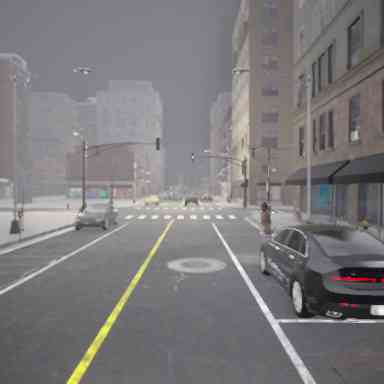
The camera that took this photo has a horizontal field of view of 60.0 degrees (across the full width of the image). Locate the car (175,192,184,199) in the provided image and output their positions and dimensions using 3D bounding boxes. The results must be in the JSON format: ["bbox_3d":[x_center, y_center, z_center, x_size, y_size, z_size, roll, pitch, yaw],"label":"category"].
[{"bbox_3d":[-2.857,0.784,76.753,1.837,1.490,4.892,0,1,0],"label":"car"}]

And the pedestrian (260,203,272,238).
[{"bbox_3d":[2.250,1.198,10.105,0.375,1.860,0.375,0,1,-8],"label":"pedestrian"}]

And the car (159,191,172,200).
[{"bbox_3d":[-5.483,0.679,68.831,2.192,1.841,5.009,0,1,0],"label":"car"}]

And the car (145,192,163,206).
[{"bbox_3d":[-5.452,1.099,46.016,1.752,1.417,4.829,0,1,0],"label":"car"}]

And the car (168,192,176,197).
[{"bbox_3d":[-5.514,0.684,91.309,1.752,1.417,4.829,0,1,0],"label":"car"}]

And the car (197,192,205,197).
[{"bbox_3d":[2.510,0.707,91.490,2.008,1.369,4.403,0,1,0],"label":"car"}]

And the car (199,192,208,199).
[{"bbox_3d":[2.534,0.835,74.675,1.752,1.417,4.829,0,1,0],"label":"car"}]

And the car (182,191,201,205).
[{"bbox_3d":[-0.029,1.072,46.672,1.837,1.490,4.892,0,1,0],"label":"car"}]

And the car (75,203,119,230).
[{"bbox_3d":[-5.415,1.370,19.341,2.008,1.369,4.403,0,1,0],"label":"car"}]

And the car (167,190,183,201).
[{"bbox_3d":[-2.869,0.787,61.016,2.097,1.767,4.553,0,1,1],"label":"car"}]

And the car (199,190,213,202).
[{"bbox_3d":[2.557,0.907,57.519,1.967,1.590,4.097,0,1,0],"label":"car"}]

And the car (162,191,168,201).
[{"bbox_3d":[-5.476,0.967,63.171,2.008,1.369,4.403,0,1,0],"label":"car"}]

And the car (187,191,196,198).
[{"bbox_3d":[-0.116,0.586,83.331,2.097,1.767,4.553,0,1,0],"label":"car"}]

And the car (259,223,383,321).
[{"bbox_3d":[2.739,1.437,7.229,1.837,1.490,4.892,0,1,0],"label":"car"}]
